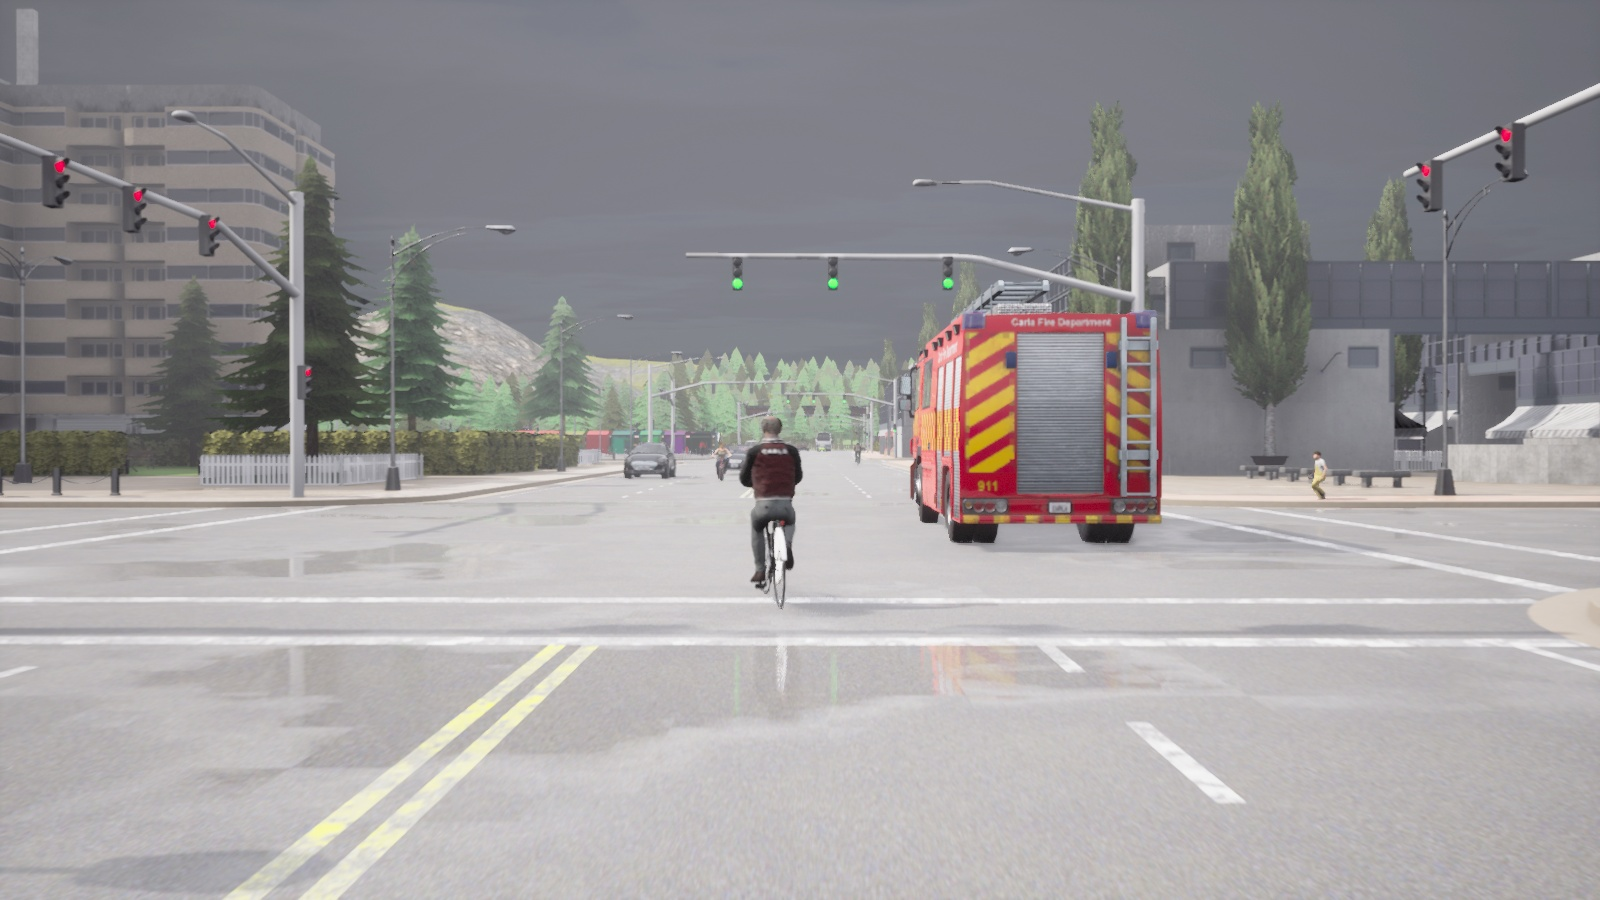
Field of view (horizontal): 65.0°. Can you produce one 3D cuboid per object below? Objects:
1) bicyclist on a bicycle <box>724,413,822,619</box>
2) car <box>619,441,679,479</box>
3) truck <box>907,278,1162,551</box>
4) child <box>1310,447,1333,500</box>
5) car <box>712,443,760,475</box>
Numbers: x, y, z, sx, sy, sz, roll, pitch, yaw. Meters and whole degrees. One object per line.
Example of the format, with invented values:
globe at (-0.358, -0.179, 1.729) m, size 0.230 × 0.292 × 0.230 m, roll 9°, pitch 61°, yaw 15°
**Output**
bicyclist on a bicycle at (-0.286, 0.563, 11.853) m, size 0.659 × 1.776 × 1.843 m, roll -1°, pitch 1°, yaw -9°
car at (-6.665, 0.416, 55.937) m, size 2.033 × 1.649 × 4.856 m, roll 0°, pitch 0°, yaw 0°
truck at (3.641, -0.514, 21.804) m, size 2.891 × 3.827 × 8.468 m, roll 0°, pitch 0°, yaw 0°
child at (12.471, 0.558, 30.039) m, size 0.437 × 1.263 × 0.270 m, roll 0°, pitch 0°, yaw -6°
car at (-3.129, 0.416, 62.274) m, size 2.128 × 1.511 × 4.902 m, roll 0°, pitch 0°, yaw 0°
